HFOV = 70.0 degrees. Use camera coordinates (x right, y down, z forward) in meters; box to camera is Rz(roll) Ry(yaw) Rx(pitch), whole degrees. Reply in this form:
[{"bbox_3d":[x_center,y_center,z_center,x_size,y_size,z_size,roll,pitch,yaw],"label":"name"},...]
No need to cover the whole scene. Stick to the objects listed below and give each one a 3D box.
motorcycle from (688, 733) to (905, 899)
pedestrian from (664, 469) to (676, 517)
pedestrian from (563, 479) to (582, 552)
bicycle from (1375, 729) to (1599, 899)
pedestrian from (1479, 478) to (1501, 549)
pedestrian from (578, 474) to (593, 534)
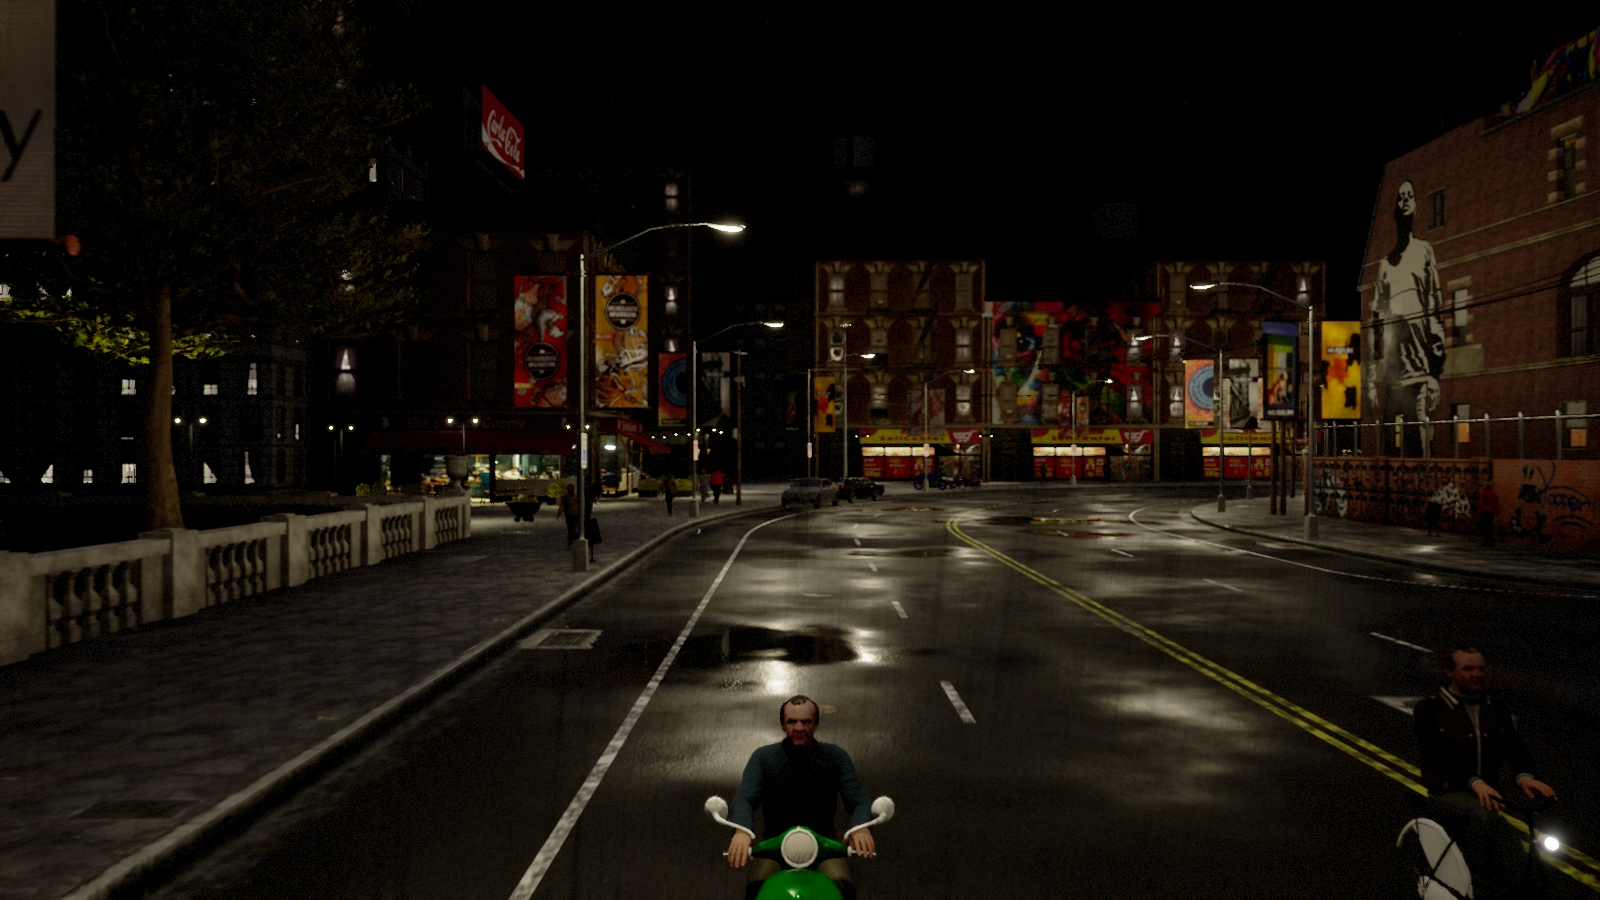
[{"bbox_3d":[-0.012,2.181,5.408,0.856,1.236,1.805,0,0,0],"label":"motorcycle"},{"bbox_3d":[-5.146,1.688,45.186,0.375,1.860,0.375,0,0,8],"label":"pedestrian"},{"bbox_3d":[-5.912,1.691,29.668,0.375,1.860,0.375,0,0,12],"label":"pedestrian"},{"bbox_3d":[3.515,2.209,5.739,0.329,1.171,1.835,0,0,0],"label":"bicycle"},{"bbox_3d":[18.465,1.691,30.575,0.375,1.860,0.375,0,0,-1],"label":"pedestrian"},{"bbox_3d":[-6.741,1.689,35.917,0.375,1.860,0.375,0,0,6],"label":"pedestrian"}]
